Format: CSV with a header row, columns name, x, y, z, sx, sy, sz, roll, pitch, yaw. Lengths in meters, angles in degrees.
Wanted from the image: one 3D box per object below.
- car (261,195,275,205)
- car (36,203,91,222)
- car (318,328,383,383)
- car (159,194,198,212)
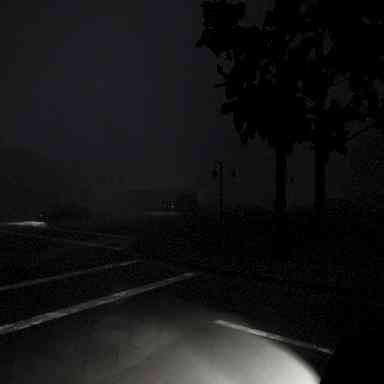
name,x,y,z,sx,sy,sz,roll,pitch,yaw
car,13.853,1.347,60.774,2.097,1.767,4.553,0,0,7
car,-10.175,1.574,26.549,1.994,1.385,4.181,0,0,35
car,2.887,1.564,1.913,4.181,1.385,1.994,0,0,36
car,-1.471,1.223,39.359,2.150,2.045,5.566,0,0,34
